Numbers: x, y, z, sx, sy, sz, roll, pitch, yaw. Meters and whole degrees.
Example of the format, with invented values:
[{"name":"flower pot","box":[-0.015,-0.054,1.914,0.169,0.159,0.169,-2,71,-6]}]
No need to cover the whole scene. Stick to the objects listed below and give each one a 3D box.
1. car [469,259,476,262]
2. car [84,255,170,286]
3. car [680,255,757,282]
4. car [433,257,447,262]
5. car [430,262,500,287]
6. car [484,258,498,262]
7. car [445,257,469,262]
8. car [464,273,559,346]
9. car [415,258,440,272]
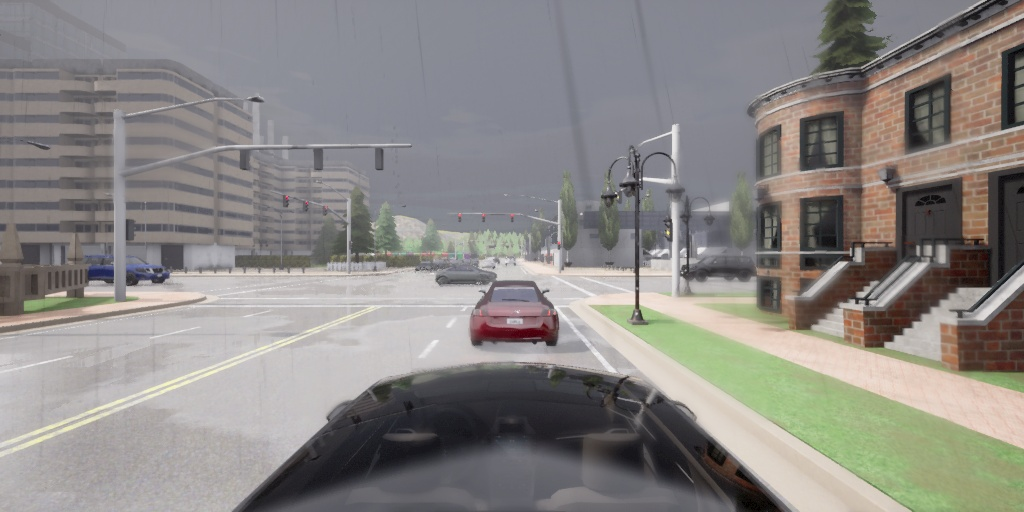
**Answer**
[{"name":"car","box":[-7.304,1.255,57.491,1.837,1.490,4.892,0,0,0]},{"name":"car","box":[-26.936,0.972,24.583,5.566,2.045,2.150,0,0,0]},{"name":"car","box":[16.085,0.971,28.106,5.566,2.045,2.150,0,0,-1]},{"name":"car","box":[-10.797,1.255,53.728,1.837,1.490,4.892,0,0,0]},{"name":"car","box":[-3.076,1.314,24.329,4.181,1.385,1.994,0,0,1]},{"name":"car","box":[-3.608,1.275,57.461,1.812,1.442,4.674,0,0,0]},{"name":"car","box":[-7.272,1.255,48.128,1.837,1.490,4.892,0,0,0]},{"name":"car","box":[0.056,1.314,9.396,1.994,1.385,4.181,0,0,0]},{"name":"car","box":[-10.766,1.314,45.074,1.994,1.385,4.181,0,0,0]}]
